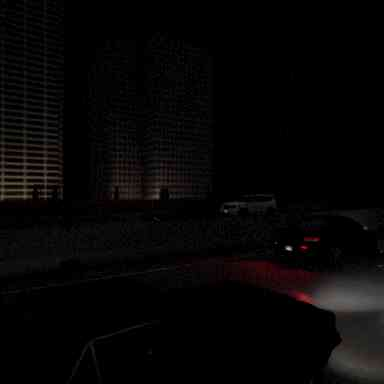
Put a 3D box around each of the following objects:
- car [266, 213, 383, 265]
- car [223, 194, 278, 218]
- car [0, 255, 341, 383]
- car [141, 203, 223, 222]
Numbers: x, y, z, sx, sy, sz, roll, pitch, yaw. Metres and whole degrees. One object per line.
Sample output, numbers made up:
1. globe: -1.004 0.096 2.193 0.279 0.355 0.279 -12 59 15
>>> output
1. car: 4.829 1.531 11.490 4.674 1.442 1.812 0 0 -36
2. car: 5.076 1.232 29.119 5.566 2.045 2.150 0 0 -35
3. car: -0.565 1.602 3.343 4.718 1.301 1.895 0 0 -36
4. car: -0.757 1.483 20.648 5.008 1.535 1.882 0 0 -35
